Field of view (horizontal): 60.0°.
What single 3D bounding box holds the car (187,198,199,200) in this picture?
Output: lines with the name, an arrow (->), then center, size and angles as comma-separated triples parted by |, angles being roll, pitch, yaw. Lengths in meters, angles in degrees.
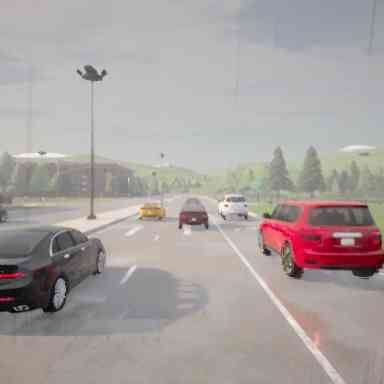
car -> 0.104, 1.449, 39.516 | 2.097, 1.767, 4.553 | 0, 0, 0

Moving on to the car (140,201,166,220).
car -> -3.397, 1.550, 29.317 | 1.882, 1.535, 5.008 | 0, 0, 0

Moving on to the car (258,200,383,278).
car -> 3.601, 1.247, 10.365 | 2.150, 2.045, 5.566 | 0, 0, 0

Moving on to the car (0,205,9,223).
car -> -15.008, 1.569, 23.602 | 1.837, 1.490, 4.892 | 0, -1, 0

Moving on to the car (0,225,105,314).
car -> -3.399, 1.524, 7.666 | 1.837, 1.490, 4.892 | 0, 0, 0

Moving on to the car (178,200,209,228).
car -> 0.102, 1.534, 22.523 | 1.882, 1.535, 5.008 | 0, -1, 0

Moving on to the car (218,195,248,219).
car -> 3.603, 1.294, 29.669 | 2.150, 2.045, 5.566 | 0, 0, 0
